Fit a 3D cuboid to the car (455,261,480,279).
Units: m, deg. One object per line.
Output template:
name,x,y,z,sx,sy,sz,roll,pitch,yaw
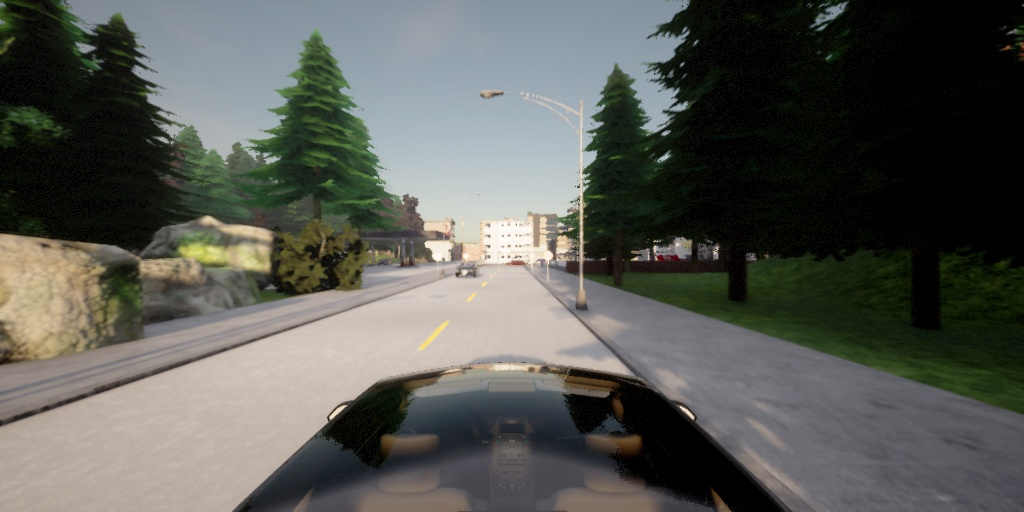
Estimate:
car,-4.082,1.245,33.191,2.128,1.511,4.902,0,0,0
